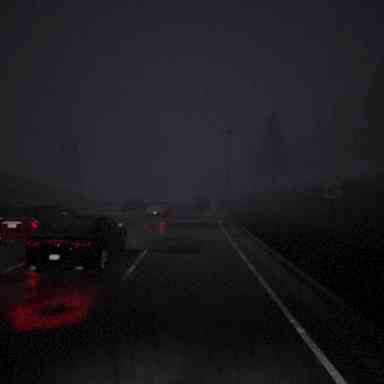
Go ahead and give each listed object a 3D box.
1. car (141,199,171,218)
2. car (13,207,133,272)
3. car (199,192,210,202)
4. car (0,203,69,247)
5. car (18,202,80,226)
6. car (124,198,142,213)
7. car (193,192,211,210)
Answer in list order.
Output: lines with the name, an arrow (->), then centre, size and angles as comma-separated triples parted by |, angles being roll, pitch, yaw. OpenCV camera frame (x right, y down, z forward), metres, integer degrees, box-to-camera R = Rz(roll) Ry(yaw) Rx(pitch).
car -> -2.920, 1.452, 29.341 | 1.812, 1.442, 4.674 | 0, 0, 2
car -> -3.386, 1.451, 10.673 | 1.882, 1.535, 5.008 | 0, 0, 0
car -> 2.695, 1.050, 70.076 | 2.150, 2.045, 5.566 | 0, 0, 3
car -> -6.846, 1.315, 14.881 | 2.097, 1.767, 4.553 | 0, 0, 1
car -> -10.140, 1.487, 24.188 | 2.033, 1.411, 5.357 | 0, 0, 2
car -> -6.083, 1.387, 36.414 | 1.882, 1.535, 5.008 | 0, 0, 3
car -> 1.222, 1.249, 41.840 | 2.097, 1.767, 4.553 | 0, 0, 3
